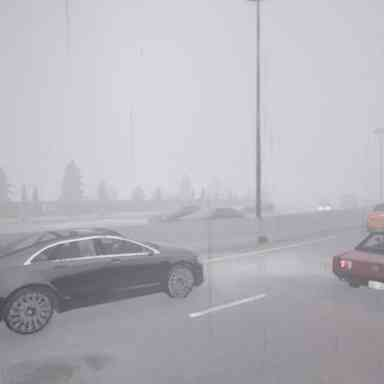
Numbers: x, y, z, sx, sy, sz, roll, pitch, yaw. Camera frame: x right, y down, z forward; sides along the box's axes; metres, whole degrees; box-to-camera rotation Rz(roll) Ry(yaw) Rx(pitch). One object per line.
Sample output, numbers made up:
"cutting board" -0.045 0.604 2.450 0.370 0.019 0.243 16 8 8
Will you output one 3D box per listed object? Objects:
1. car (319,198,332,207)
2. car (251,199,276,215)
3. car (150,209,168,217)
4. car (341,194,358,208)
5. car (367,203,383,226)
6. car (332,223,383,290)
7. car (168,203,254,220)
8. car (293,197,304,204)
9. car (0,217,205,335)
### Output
"car" 22.540 1.694 56.326 2.128 1.511 4.902 0 0 21
"car" 7.351 1.551 35.767 1.882 1.535 5.008 0 0 36
"car" -0.654 1.548 21.720 4.674 1.442 1.812 0 0 -43
"car" 24.884 1.397 52.553 2.150 2.045 5.566 0 0 23
"car" 11.682 1.378 18.987 2.097 1.767 4.553 0 0 43
"car" 5.455 1.607 8.187 4.718 1.301 1.895 0 0 -40
"car" 1.184 1.544 18.694 4.674 1.442 1.812 0 0 -43
"car" 23.564 1.873 73.979 1.812 1.442 4.674 0 0 10
"car" -1.941 1.495 6.760 4.902 1.511 2.128 0 0 -37
